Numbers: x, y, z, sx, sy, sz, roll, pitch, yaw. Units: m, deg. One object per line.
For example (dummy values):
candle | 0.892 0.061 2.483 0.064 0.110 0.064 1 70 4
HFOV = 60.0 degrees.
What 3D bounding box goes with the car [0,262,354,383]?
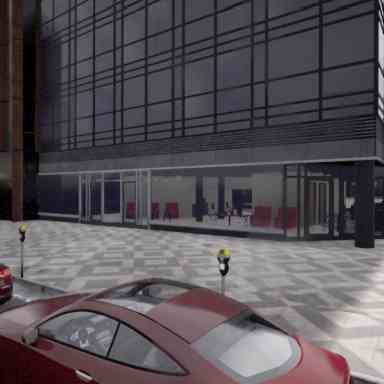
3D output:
car | -0.593 1.582 3.377 4.206 1.307 1.802 0 0 35
